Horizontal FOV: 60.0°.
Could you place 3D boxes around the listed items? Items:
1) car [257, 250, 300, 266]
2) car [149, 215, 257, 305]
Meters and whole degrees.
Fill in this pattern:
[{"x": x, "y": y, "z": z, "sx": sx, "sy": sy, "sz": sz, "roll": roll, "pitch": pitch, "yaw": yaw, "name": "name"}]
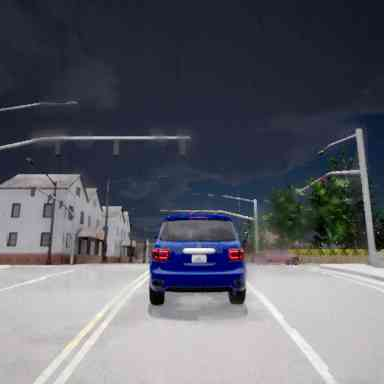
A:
[{"x": 7.369, "y": 5.881, "z": 29.671, "sx": 4.181, "sy": 1.385, "sz": 1.994, "roll": 0, "pitch": -12, "yaw": 1, "name": "car"}, {"x": 0.088, "y": 1.759, "z": 9.320, "sx": 2.150, "sy": 2.045, "sz": 5.566, "roll": 0, "pitch": -7, "yaw": -1, "name": "car"}]
